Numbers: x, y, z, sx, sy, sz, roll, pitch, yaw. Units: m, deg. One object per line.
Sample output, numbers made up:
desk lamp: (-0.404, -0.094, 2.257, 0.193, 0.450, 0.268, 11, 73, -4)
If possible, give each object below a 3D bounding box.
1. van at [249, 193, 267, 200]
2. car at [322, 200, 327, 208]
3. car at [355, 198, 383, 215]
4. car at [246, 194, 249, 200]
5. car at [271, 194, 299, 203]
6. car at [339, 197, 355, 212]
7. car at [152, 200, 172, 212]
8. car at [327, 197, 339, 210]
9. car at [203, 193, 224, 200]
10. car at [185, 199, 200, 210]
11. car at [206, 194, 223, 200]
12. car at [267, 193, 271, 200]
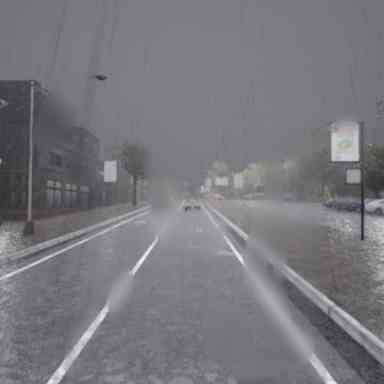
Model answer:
van: (18.381, 1.169, 89.851, 4.442, 1.987, 1.878, 0, -1, 0)
car: (18.681, 1.402, 41.549, 4.674, 1.452, 2.002, 0, 0, 0)
car: (18.680, 1.425, 31.851, 4.674, 1.452, 2.002, 0, 0, 0)
car: (18.659, 1.433, 92.644, 5.366, 1.575, 1.946, 0, -1, 0)
car: (18.719, 1.180, 65.885, 4.553, 1.767, 2.185, 0, 0, 0)
car: (18.689, 1.377, 35.000, 5.008, 1.535, 2.097, 0, 0, 0)
car: (-3.368, 1.521, 37.460, 1.895, 1.301, 4.718, 0, 0, 0)
car: (18.678, 1.371, 38.273, 4.892, 1.521, 2.231, 0, 0, 0)
car: (6.040, 1.396, 90.390, 5.366, 1.575, 1.946, 0, -1, 0)
car: (0.076, 1.513, 41.630, 1.895, 1.301, 4.718, 0, 0, 0)
car: (6.230, 1.317, 93.311, 4.553, 1.767, 2.185, 0, -1, -1)
car: (18.646, 1.340, 69.055, 4.674, 1.452, 2.002, 0, 0, 0)
